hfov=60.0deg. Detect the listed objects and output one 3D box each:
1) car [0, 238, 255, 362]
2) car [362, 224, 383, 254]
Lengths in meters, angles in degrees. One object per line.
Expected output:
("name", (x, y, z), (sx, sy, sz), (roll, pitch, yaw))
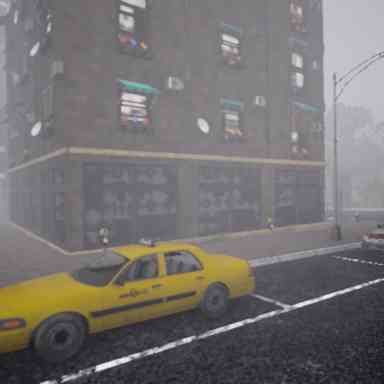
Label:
("car", (-1.011, 1.531, 5.857), (4.829, 1.417, 1.752), (0, -1, -35))
("car", (8.059, 1.611, 12.449), (4.206, 1.307, 1.802), (0, -1, -35))
